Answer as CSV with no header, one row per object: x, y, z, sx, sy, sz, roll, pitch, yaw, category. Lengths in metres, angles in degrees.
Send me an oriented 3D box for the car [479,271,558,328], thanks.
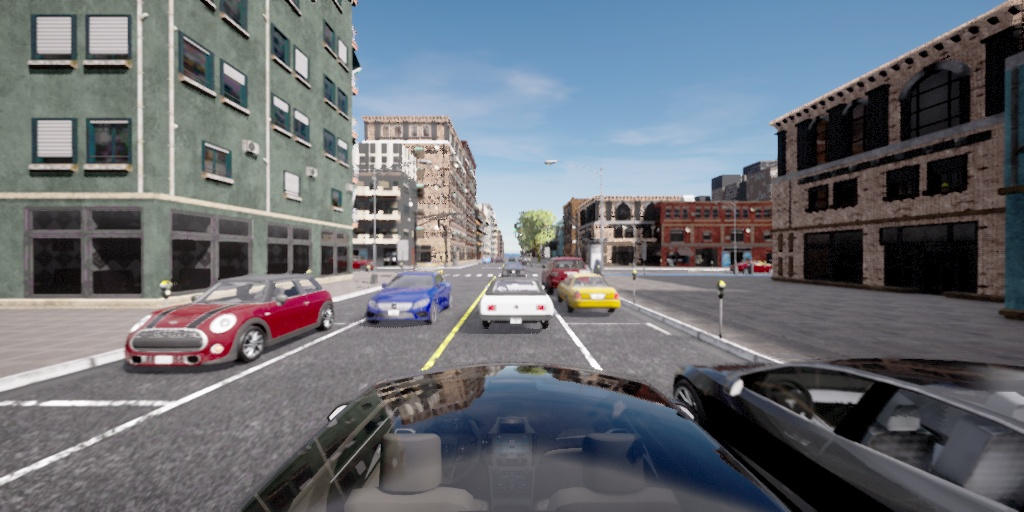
0.101,1.305,11.116,1.895,1.301,4.718,0,0,0,car

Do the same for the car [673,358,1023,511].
2.690,1.313,2.312,1.948,1.339,4.313,0,0,0,car

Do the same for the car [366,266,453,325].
-3.097,1.227,11.718,1.812,1.442,4.674,0,0,0,car

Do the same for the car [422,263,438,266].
-5.689,1.165,24.302,1.751,1.417,4.829,0,0,0,car

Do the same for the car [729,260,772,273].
26.151,1.240,38.955,4.507,1.381,1.888,0,0,0,car

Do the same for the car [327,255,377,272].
-17.273,0.834,38.703,5.009,1.841,2.192,0,0,0,car

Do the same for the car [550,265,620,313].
2.691,1.219,13.561,1.751,1.417,4.829,0,0,0,car

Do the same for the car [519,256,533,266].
2.696,1.036,62.420,2.007,1.370,4.403,0,0,0,car

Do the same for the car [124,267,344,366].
-5.690,1.160,7.853,1.967,1.591,4.097,0,0,0,car

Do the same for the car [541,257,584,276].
2.692,0.981,18.931,2.192,1.841,5.009,0,0,0,car

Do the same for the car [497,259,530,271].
0.096,1.170,28.073,2.033,1.411,5.357,0,0,0,car
